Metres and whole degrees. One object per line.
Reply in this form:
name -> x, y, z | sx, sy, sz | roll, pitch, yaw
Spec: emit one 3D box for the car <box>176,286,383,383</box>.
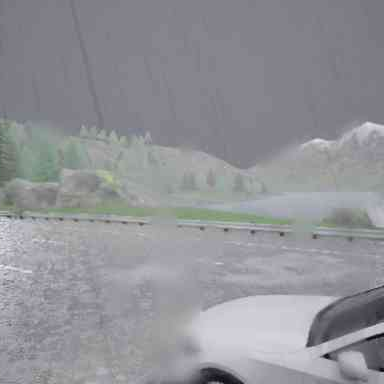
car -> 2.038, 1.465, 2.615 | 4.674, 1.442, 1.812 | 0, 1, 35
